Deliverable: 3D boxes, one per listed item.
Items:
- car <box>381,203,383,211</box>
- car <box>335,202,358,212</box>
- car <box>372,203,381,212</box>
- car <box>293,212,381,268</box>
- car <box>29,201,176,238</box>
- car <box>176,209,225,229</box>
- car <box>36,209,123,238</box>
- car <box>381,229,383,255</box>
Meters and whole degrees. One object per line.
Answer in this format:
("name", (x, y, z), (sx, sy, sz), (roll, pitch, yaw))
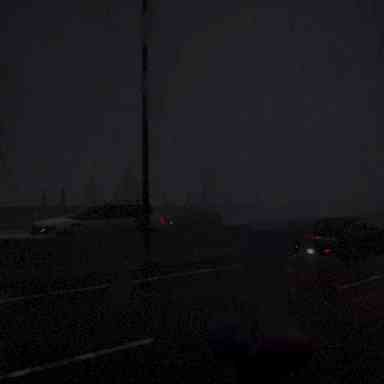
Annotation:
("car", (26.613, 2.095, 43.079), (2.097, 1.767, 4.553), (-1, -1, 43))
("car", (22.984, 2.328, 49.428), (1.882, 1.535, 5.008), (-1, -2, 43))
("car", (29.440, 2.432, 51.161), (2.033, 1.411, 5.357), (-1, -1, 44))
("car", (5.663, 1.688, 12.058), (4.902, 1.511, 2.128), (1, -1, -38))
("car", (-3.737, 1.429, 13.965), (5.566, 2.045, 2.150), (1, -1, -35))
("car", (-0.074, 1.826, 21.118), (4.902, 1.511, 2.128), (1, -1, -40))
("car", (-6.813, 1.828, 20.356), (4.674, 1.442, 1.812), (1, -1, -36))
("car", (7.181, 1.625, 8.824), (5.008, 1.535, 1.882), (0, -1, -38))
